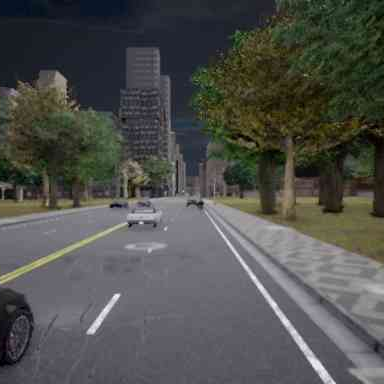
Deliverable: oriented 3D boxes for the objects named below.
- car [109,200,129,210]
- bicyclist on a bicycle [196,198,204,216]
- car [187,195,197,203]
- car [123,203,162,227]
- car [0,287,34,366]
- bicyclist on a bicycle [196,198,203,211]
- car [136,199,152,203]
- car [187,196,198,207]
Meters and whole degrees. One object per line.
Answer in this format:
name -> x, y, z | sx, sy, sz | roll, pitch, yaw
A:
car -> -9.844, 1.721, 45.002 | 1.895, 1.301, 4.718 | 0, 0, 0
bicyclist on a bicycle -> 0.885, 1.443, 31.866 | 0.659, 1.776, 1.843 | 0, 0, 0
car -> -0.020, 1.624, 74.612 | 2.097, 1.767, 4.553 | 0, 0, 0
car -> -3.156, 1.644, 22.913 | 1.895, 1.301, 4.718 | 0, 0, 0
car -> -3.164, 1.527, 2.828 | 1.812, 1.442, 4.674 | 0, 0, 0
bicyclist on a bicycle -> 0.883, 1.542, 41.237 | 0.866, 1.612, 1.509 | 0, 0, 0
car -> -6.591, 1.671, 45.876 | 2.033, 1.411, 5.357 | 0, 0, 0
car -> 0.054, 1.672, 55.441 | 1.837, 1.490, 4.892 | 0, 0, 0
